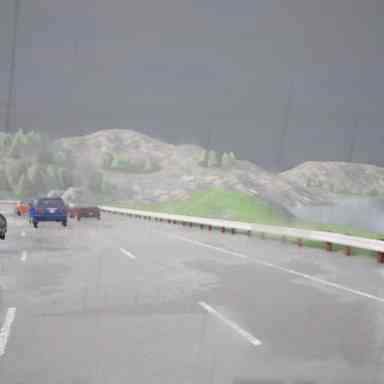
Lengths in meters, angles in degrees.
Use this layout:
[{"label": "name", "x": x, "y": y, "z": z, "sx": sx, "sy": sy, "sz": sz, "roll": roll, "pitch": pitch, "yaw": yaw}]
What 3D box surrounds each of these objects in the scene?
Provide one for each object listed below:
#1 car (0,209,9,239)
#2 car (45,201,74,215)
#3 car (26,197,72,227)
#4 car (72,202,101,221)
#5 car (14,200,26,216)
[{"label": "car", "x": -10.787, "y": 1.683, "z": 17.501, "sx": 2.033, "sy": 1.411, "sz": 5.357, "roll": 0, "pitch": 0, "yaw": -28}, {"label": "car", "x": -15.488, "y": 1.796, "z": 38.769, "sx": 2.033, "sy": 1.411, "sz": 5.357, "roll": 0, "pitch": 0, "yaw": -34}, {"label": "car", "x": -10.598, "y": 1.384, "z": 24.350, "sx": 2.150, "sy": 2.045, "sz": 5.566, "roll": 0, "pitch": 0, "yaw": -30}, {"label": "car", "x": -9.556, "y": 1.652, "z": 29.441, "sx": 1.882, "sy": 1.535, "sz": 5.008, "roll": 0, "pitch": 0, "yaw": -30}, {"label": "car", "x": -18.300, "y": 1.609, "z": 36.662, "sx": 2.097, "sy": 1.767, "sz": 4.553, "roll": 0, "pitch": 0, "yaw": -34}]
